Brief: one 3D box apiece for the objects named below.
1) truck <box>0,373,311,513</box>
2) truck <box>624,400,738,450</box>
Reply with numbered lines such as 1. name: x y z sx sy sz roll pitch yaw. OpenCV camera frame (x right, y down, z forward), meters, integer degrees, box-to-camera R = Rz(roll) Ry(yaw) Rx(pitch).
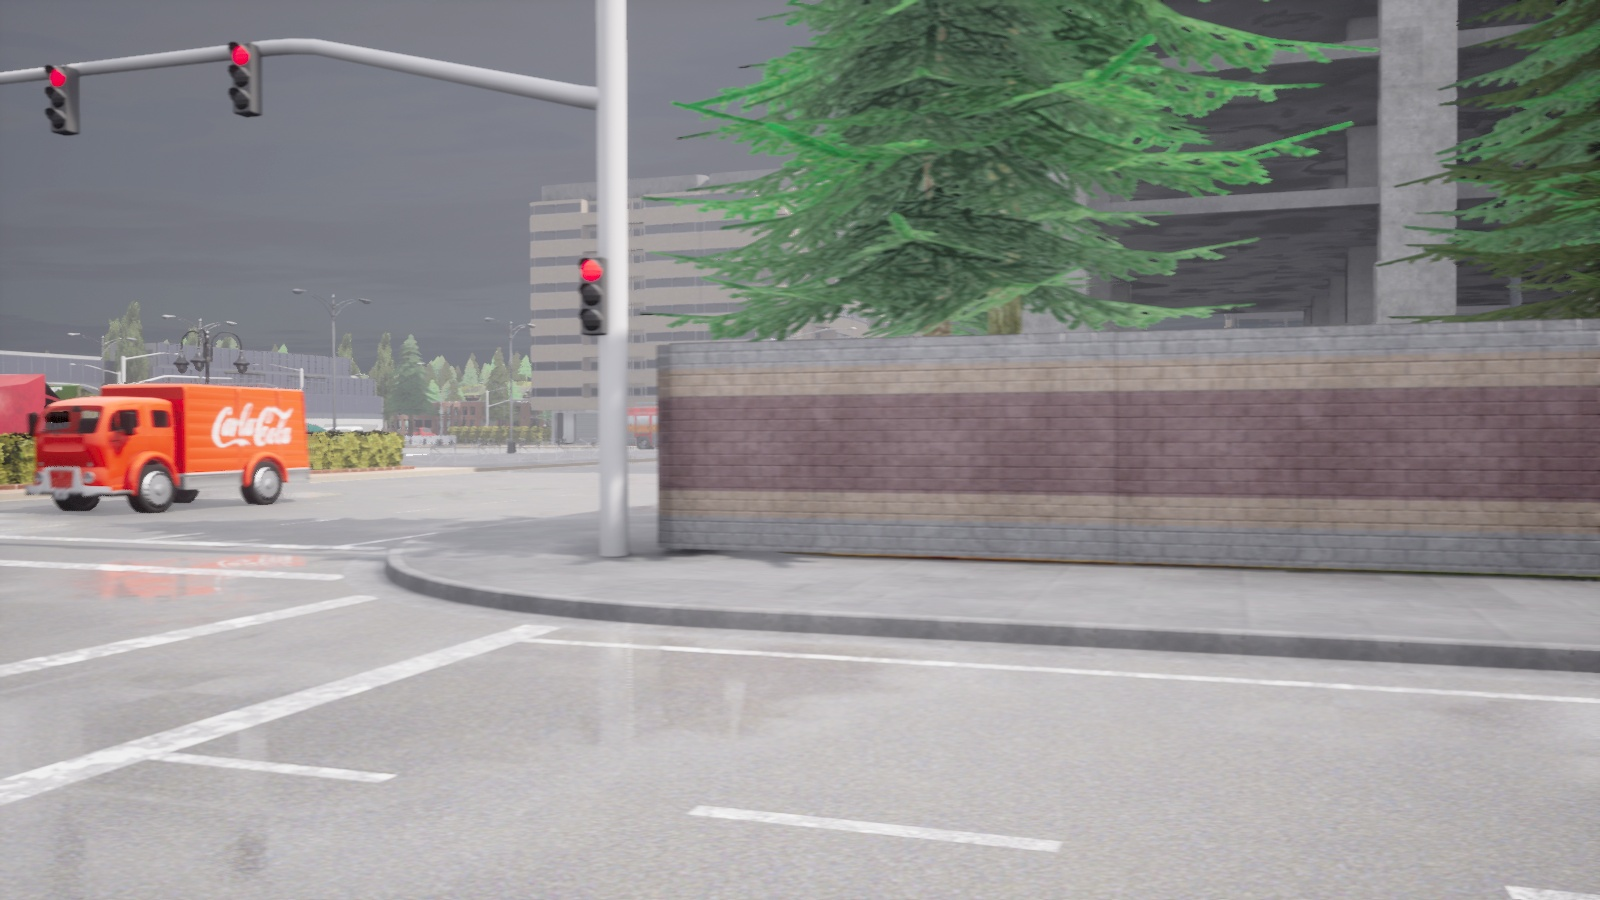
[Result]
1. truck: -12.610 -0.164 25.041 2.627 2.467 5.204 1 1 18
2. truck: -9.287 -1.944 98.135 8.468 3.827 2.891 0 1 18
